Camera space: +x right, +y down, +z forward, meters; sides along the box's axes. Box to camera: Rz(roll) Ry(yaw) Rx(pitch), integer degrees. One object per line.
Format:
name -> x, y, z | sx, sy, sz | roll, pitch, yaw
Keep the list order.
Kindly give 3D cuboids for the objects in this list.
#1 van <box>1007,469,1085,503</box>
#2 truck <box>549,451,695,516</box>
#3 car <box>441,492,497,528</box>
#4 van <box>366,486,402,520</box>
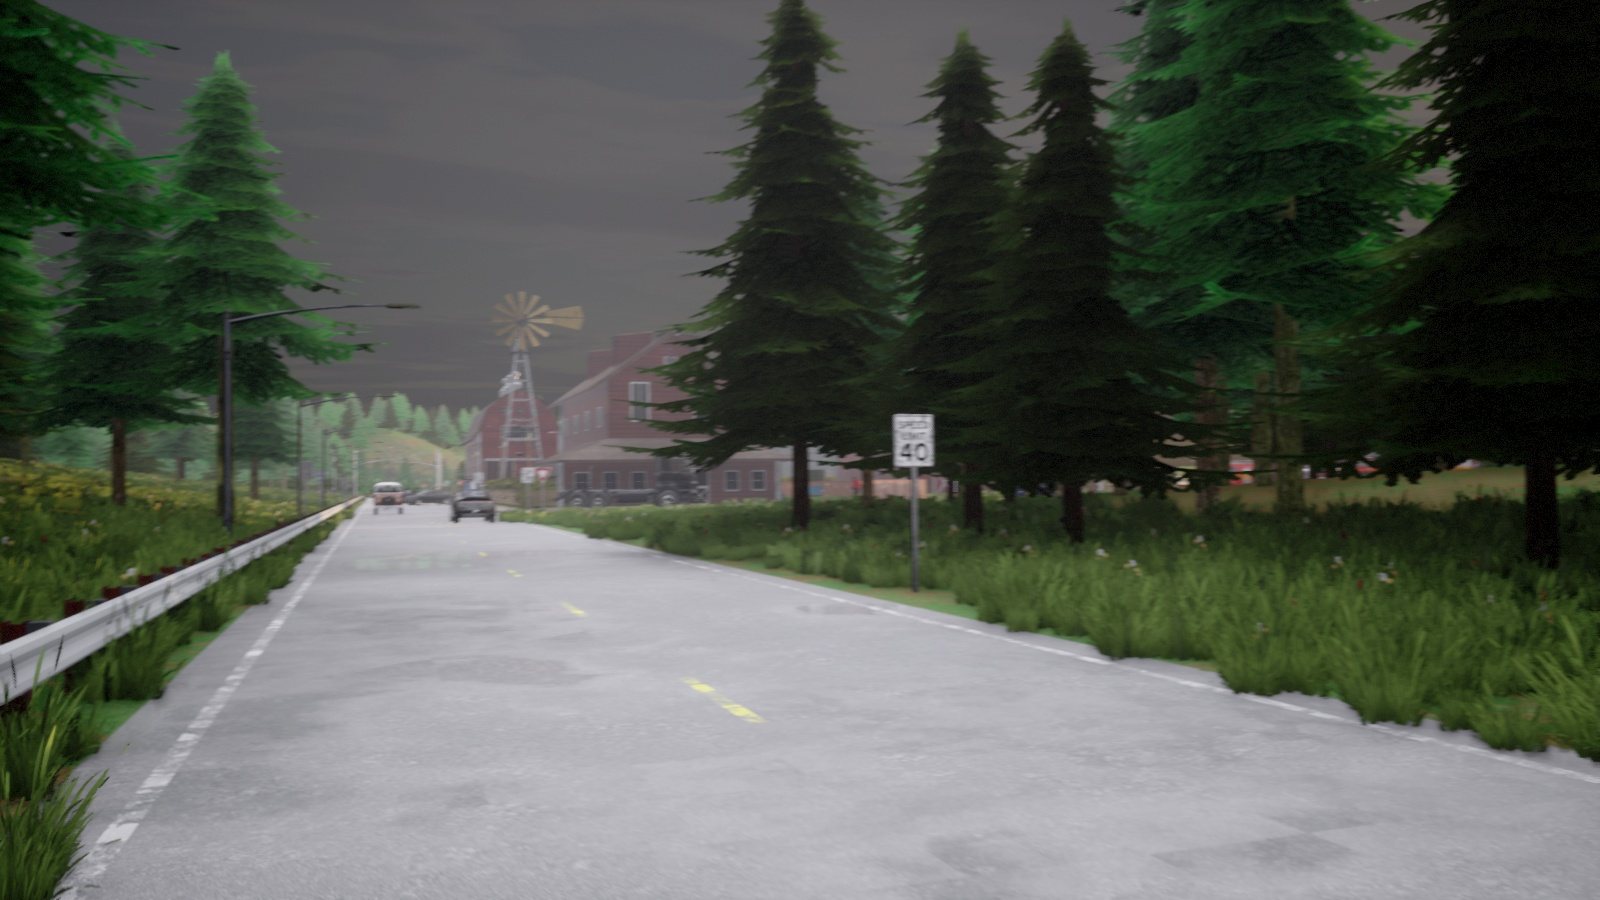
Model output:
van -> 15.509, 2.269, 79.219 | 4.442, 1.987, 1.775 | -1, -2, -19
truck -> -10.054, 1.878, 70.789 | 7.936, 3.462, 2.891 | -1, -2, -10
car -> -15.306, 2.720, 57.840 | 2.128, 1.511, 4.902 | -1, -2, -19
van -> -26.365, 3.336, 79.482 | 2.069, 2.038, 4.480 | -1, -2, -19
